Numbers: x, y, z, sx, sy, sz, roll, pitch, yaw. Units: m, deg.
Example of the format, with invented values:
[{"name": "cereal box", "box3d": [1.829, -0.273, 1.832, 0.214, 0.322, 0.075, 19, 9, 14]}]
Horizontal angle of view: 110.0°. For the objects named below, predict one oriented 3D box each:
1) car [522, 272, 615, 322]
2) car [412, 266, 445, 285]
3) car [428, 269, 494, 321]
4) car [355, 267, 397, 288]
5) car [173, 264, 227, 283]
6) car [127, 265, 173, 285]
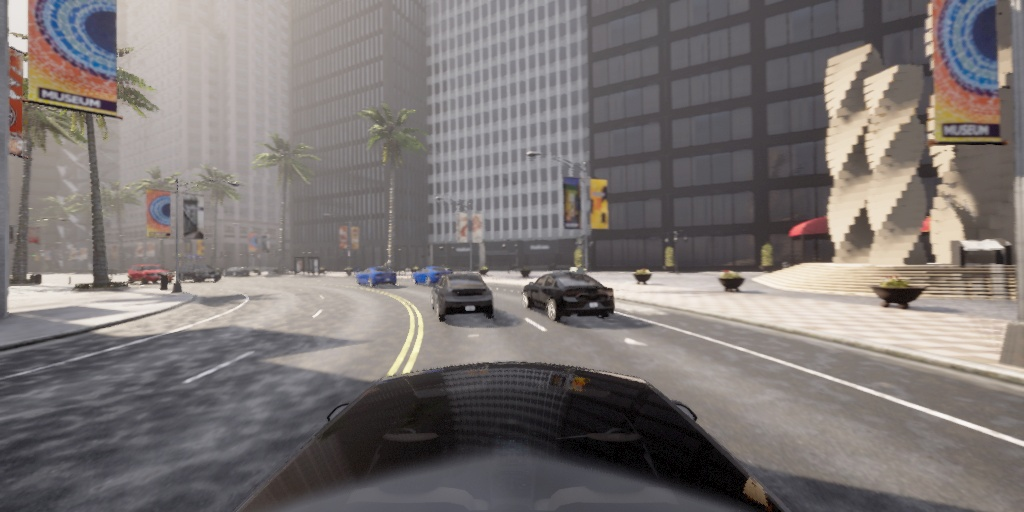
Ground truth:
[{"name": "car", "box3d": [1.793, 1.317, 12.933, 1.882, 1.535, 5.008, 0, -1, -14]}, {"name": "car", "box3d": [-6.489, 1.610, 29.067, 1.882, 1.535, 5.008, 0, -1, -38]}, {"name": "car", "box3d": [-1.964, 1.406, 13.412, 1.837, 1.490, 4.892, 0, -1, -16]}, {"name": "car", "box3d": [-11.100, 1.680, 29.124, 1.882, 1.535, 5.008, 0, -1, -42]}, {"name": "car", "box3d": [-34.876, 1.898, 40.045, 5.566, 2.045, 2.150, -1, -1, 27]}, {"name": "car", "box3d": [-38.084, 1.923, 37.740, 5.566, 2.045, 2.150, -2, -1, 27]}]
